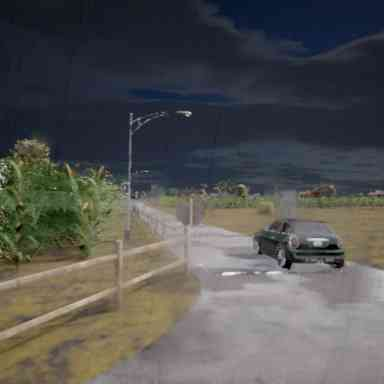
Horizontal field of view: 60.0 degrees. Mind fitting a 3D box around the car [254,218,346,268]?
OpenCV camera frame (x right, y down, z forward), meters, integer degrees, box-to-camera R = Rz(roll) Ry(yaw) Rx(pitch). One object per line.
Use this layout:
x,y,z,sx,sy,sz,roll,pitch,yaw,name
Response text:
3.940,1.780,12.976,2.097,1.767,4.553,1,-2,-5,car
